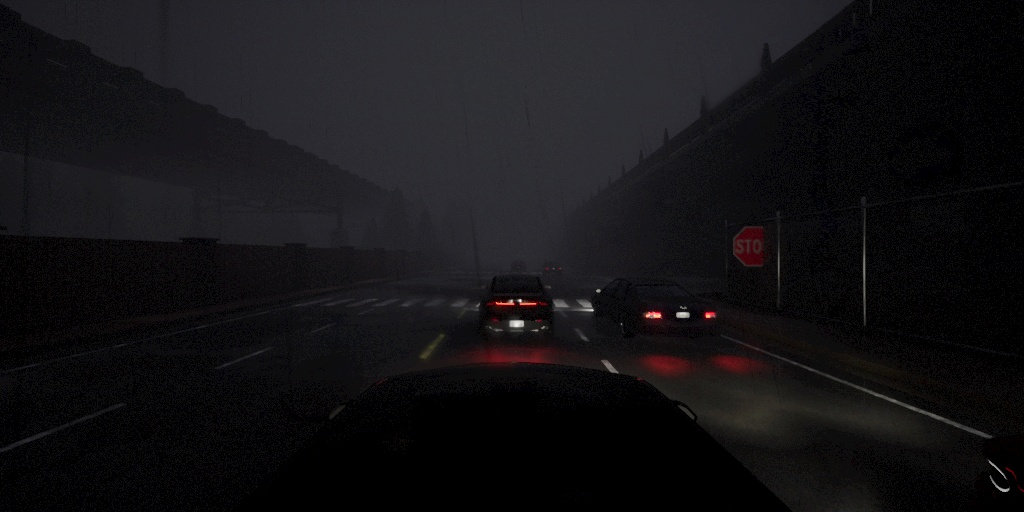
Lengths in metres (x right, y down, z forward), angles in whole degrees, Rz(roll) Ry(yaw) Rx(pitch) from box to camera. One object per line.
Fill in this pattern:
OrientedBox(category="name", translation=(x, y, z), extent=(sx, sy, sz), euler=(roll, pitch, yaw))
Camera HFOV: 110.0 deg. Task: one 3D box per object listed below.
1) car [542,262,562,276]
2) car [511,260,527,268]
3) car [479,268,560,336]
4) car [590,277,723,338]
OrientedBox(category="car", translation=(4.171, 1.295, 37.979), extent=(2.033, 1.411, 5.357), euler=(0, 0, 2))
OrientedBox(category="car", translation=(0.852, 1.225, 45.801), extent=(1.882, 1.535, 5.008), euler=(0, 0, 1))
OrientedBox(category="car", translation=(0.119, 1.254, 10.350), extent=(1.837, 1.490, 4.892), euler=(0, 0, 0))
OrientedBox(category="car", translation=(3.622, 1.297, 10.098), extent=(2.033, 1.411, 5.357), euler=(0, 0, 0))
